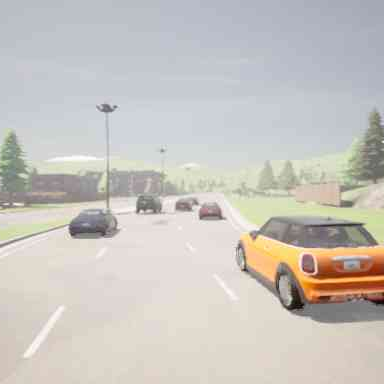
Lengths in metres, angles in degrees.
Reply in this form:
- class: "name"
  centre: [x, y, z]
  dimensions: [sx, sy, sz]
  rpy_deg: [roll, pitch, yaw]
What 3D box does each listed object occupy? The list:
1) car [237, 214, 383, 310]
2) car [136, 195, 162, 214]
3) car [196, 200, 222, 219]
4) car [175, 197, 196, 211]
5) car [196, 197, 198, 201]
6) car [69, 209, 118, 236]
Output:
- class: "car"
  centre: [2.560, 1.323, 8.004]
  dimensions: [2.097, 1.767, 4.553]
  rpy_deg: [-1, 0, -7]
- class: "car"
  centre: [-4.834, 1.336, 37.831]
  dimensions: [2.150, 2.045, 5.566]
  rpy_deg: [-1, 0, 4]
- class: "car"
  centre: [1.623, 1.572, 29.228]
  dimensions: [1.994, 1.385, 4.181]
  rpy_deg: [-1, 0, 3]
- class: "car"
  centre: [-0.999, 1.539, 41.780]
  dimensions: [1.882, 1.535, 5.008]
  rpy_deg: [-1, 0, 4]
- class: "car"
  centre: [0.146, 1.539, 57.069]
  dimensions: [1.882, 1.535, 5.008]
  rpy_deg: [-1, 0, 5]
- class: "car"
  centre: [-5.583, 1.669, 19.244]
  dimensions: [1.994, 1.385, 4.181]
  rpy_deg: [-1, 0, -3]
